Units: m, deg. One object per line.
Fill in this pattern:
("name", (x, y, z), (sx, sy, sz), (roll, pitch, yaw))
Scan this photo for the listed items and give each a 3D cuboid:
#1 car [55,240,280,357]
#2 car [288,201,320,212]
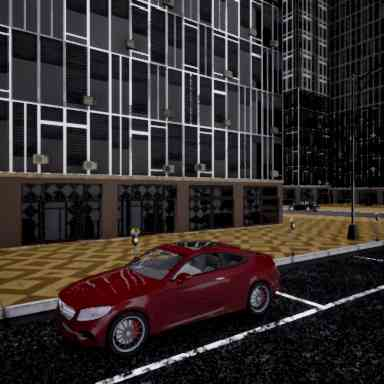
("car", (-0.186, 1.582, 5.969), (4.206, 1.307, 1.802), (0, 0, -36))
("car", (15.183, 1.898, 45.317), (2.008, 1.369, 4.403), (-1, 0, -36))
